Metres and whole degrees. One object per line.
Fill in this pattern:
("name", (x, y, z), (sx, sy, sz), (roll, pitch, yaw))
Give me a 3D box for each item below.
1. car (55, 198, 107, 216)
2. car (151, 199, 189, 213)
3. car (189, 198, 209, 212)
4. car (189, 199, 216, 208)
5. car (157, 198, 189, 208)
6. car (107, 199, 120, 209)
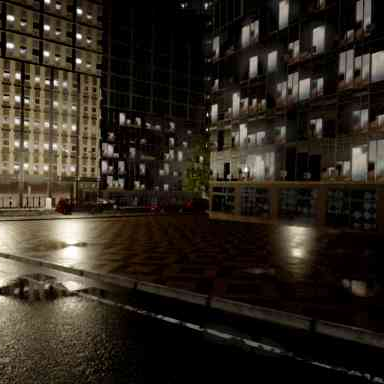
("car", (-12.495, 1.646, 36.827), (5.009, 1.841, 2.192), (1, 1, -34))
("car", (-3.131, 1.967, 43.216), (4.507, 1.381, 1.887), (1, 1, -34))
("car", (1.559, 1.782, 46.404), (5.009, 1.841, 2.192), (1, 1, -34))
("car", (1.803, 1.873, 56.112), (4.313, 1.339, 1.947), (1, 1, -34))
("car", (-3.021, 1.786, 52.823), (4.829, 1.417, 1.752), (1, 1, -34))
("car", (-12.250, 1.722, 46.535), (4.403, 1.369, 2.008), (1, 1, -34))
